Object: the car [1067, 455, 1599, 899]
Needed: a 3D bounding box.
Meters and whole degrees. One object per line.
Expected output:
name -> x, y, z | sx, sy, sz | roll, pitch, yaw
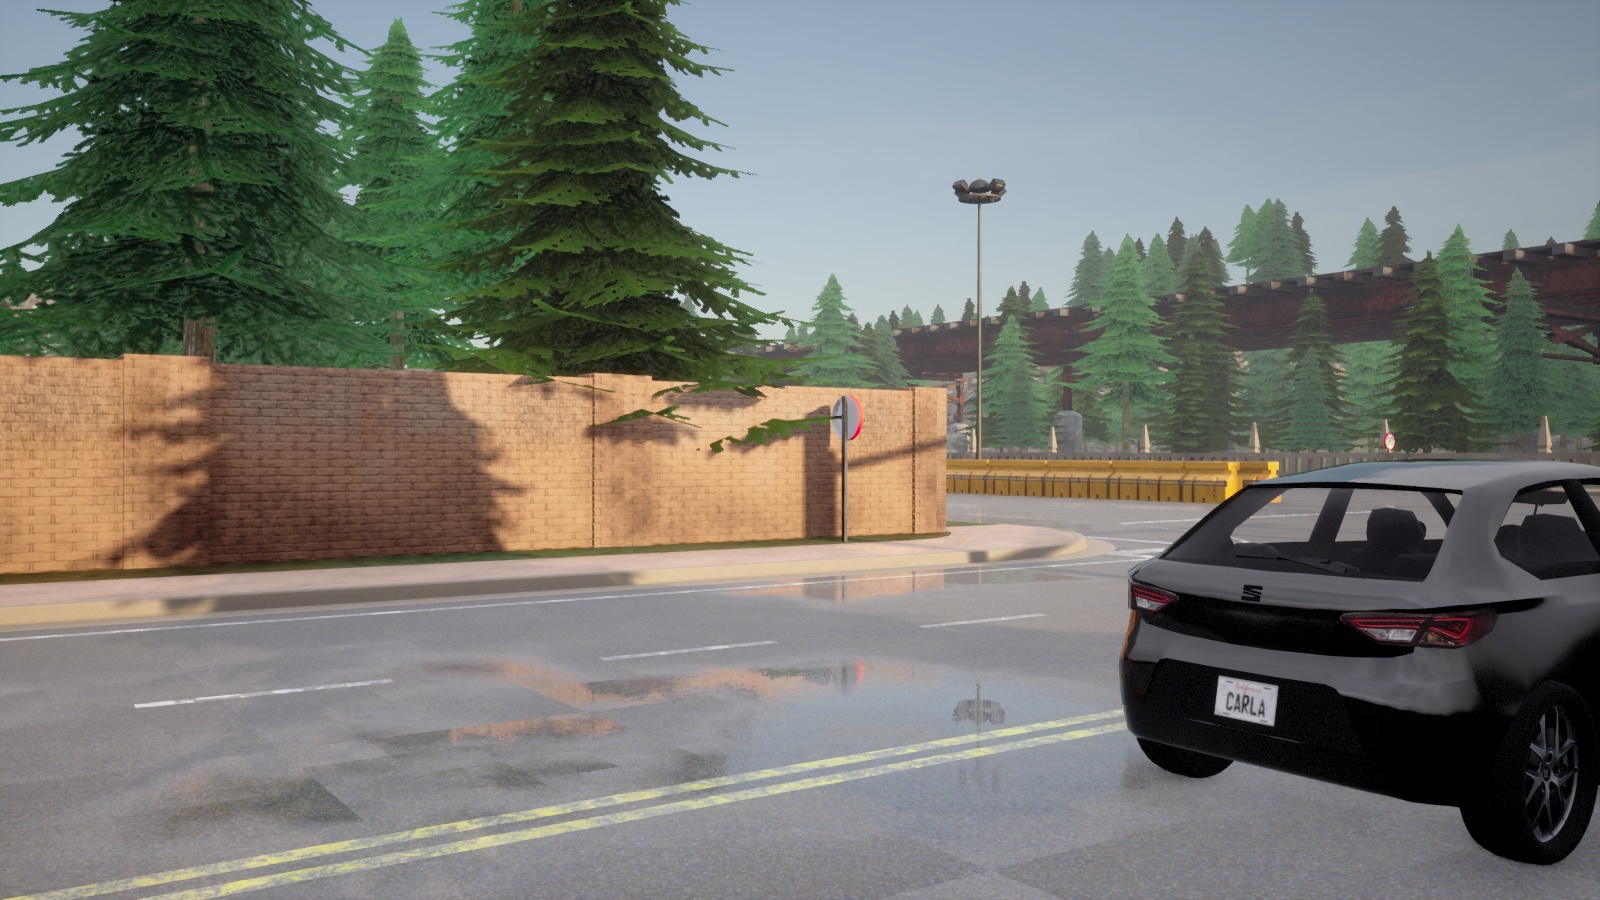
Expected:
car -> 3.427, 0.766, 6.046 | 4.193, 1.474, 1.816 | 0, 0, -35
